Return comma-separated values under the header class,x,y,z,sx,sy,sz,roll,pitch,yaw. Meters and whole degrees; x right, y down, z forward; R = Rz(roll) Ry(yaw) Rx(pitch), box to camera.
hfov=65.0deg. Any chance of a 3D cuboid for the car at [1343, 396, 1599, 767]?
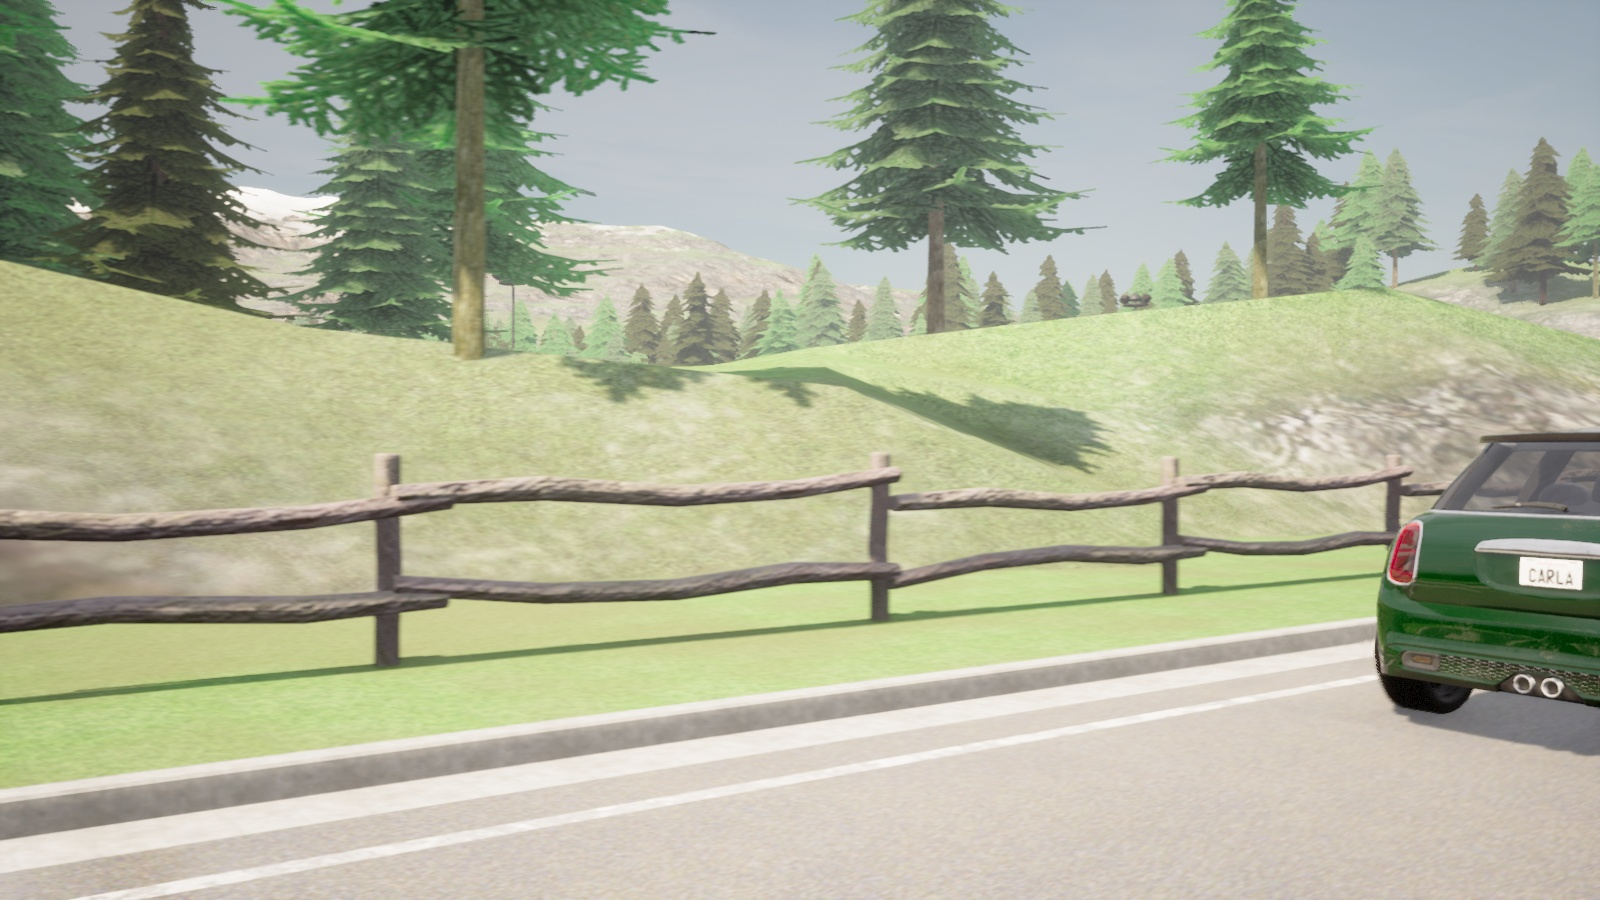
class,x,y,z,sx,sy,sz,roll,pitch,yaw
car,5.520,0.633,7.501,4.553,1.767,2.097,0,0,-35
